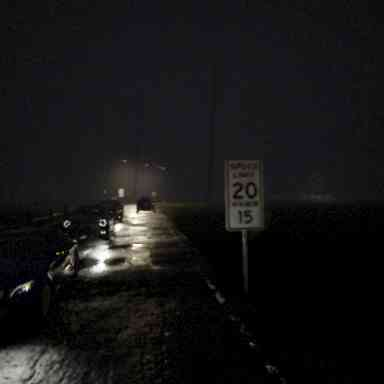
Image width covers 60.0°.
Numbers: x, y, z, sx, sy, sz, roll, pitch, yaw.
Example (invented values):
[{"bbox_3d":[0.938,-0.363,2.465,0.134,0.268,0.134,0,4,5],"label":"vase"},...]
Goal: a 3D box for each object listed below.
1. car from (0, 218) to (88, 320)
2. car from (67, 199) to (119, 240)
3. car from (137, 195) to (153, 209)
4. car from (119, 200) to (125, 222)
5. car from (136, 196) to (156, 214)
[{"bbox_3d":[-3.750,1.582,7.438,1.812,1.442,4.674,-1,0,-8],"label":"car"},{"bbox_3d":[-5.142,1.421,17.010,2.097,1.767,4.553,-1,0,-8],"label":"car"},{"bbox_3d":[-6.769,1.398,48.179,2.097,1.767,4.553,-1,0,-8],"label":"car"},{"bbox_3d":[-6.577,1.432,26.981,2.097,1.767,4.553,-1,0,-8],"label":"car"},{"bbox_3d":[-5.118,1.390,36.962,2.097,1.767,4.553,-1,0,-8],"label":"car"}]
